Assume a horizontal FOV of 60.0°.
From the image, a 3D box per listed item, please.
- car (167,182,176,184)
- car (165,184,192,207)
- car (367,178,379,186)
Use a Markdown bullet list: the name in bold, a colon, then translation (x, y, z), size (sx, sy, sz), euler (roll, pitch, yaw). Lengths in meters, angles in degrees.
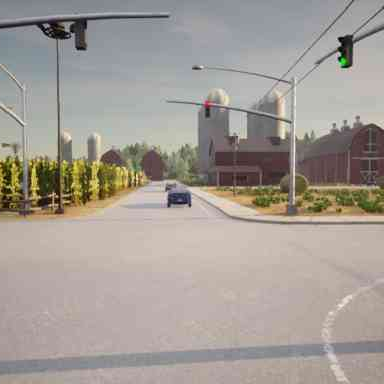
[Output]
- **car**: translation (-3.327, -0.798, 52.803), size (2.128, 1.511, 4.902), euler (0, 3, -5)
- **car**: translation (-1.105, 0.353, 27.571), size (1.882, 1.535, 5.008), euler (0, 3, -4)
- **car**: translation (42.389, -2.310, 77.482), size (1.905, 1.878, 3.866), euler (10, 10, 41)
